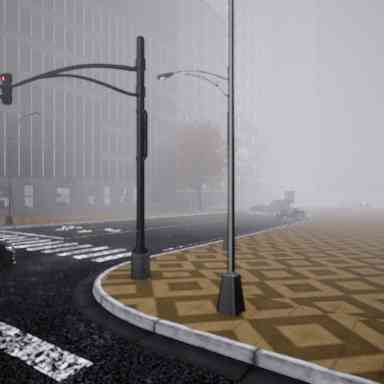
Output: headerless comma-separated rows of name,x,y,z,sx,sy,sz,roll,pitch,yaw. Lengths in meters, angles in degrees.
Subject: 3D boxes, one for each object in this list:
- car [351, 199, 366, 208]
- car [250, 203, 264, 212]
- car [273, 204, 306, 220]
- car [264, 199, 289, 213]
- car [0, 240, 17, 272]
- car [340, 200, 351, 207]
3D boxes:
car,42.287,3.156,84.345,1.882,1.535,5.008,0,-1,33
car,11.072,2.511,54.029,1.994,1.385,4.181,0,-1,33
car,10.611,2.269,35.361,1.895,1.301,4.718,0,-1,33
car,13.788,2.170,52.244,2.150,2.045,5.566,0,-1,33
car,-6.960,1.571,8.191,2.128,1.511,4.902,0,-1,33
car,39.558,3.217,86.109,2.033,1.411,5.357,0,-1,33
